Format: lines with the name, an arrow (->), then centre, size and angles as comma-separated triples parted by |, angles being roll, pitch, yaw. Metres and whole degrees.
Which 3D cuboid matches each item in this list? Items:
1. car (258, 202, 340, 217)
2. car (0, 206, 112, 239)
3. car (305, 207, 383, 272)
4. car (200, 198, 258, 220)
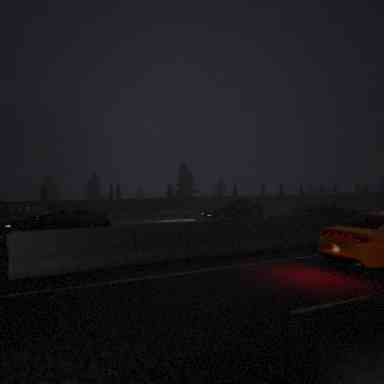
car -> 6.500, 1.278, 17.905 | 5.357, 1.411, 2.033 | -1, 1, -25
car -> -6.318, 1.422, 15.792 | 4.902, 1.511, 2.128 | -1, 1, -25
car -> 5.994, 1.297, 9.725 | 5.008, 1.535, 1.882 | -1, 1, -25
car -> 2.898, 1.225, 23.948 | 4.892, 1.490, 1.837 | -1, 1, -25
